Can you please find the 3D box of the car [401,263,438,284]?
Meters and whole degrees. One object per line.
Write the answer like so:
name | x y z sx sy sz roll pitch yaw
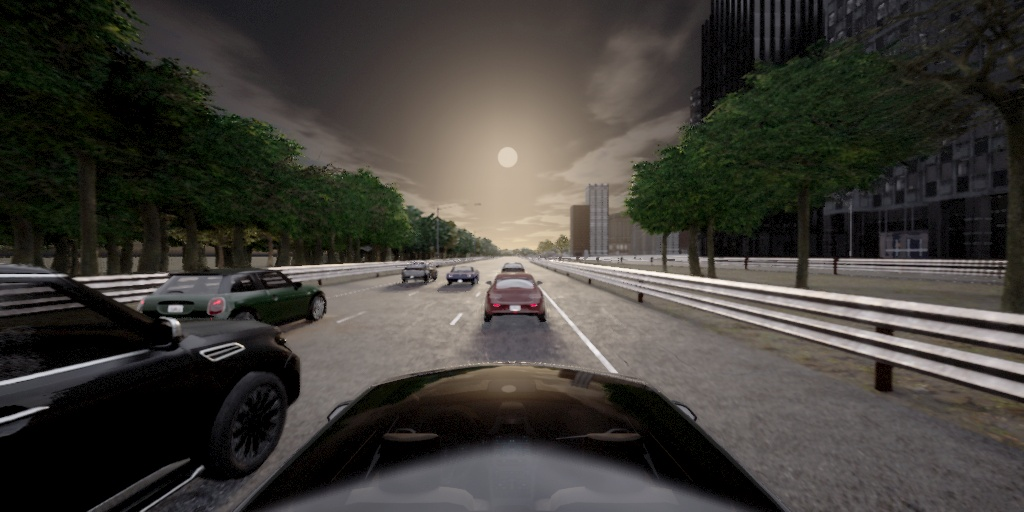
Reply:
car | -6.905 1.238 27.206 2.128 1.511 4.902 0 0 0

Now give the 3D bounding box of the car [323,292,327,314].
car | -6.902 1.102 9.482 2.097 1.767 4.553 0 0 0

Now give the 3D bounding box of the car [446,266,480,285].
car | -3.404 1.348 25.776 1.895 1.301 4.718 0 0 0

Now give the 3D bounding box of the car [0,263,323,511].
car | -3.400 0.970 1.563 2.150 2.045 5.566 0 0 0

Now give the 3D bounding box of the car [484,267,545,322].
car | 0.083 1.274 12.226 1.812 1.442 4.674 0 0 0

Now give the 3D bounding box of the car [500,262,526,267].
car | 0.094 1.224 28.762 1.882 1.535 5.008 0 0 0
